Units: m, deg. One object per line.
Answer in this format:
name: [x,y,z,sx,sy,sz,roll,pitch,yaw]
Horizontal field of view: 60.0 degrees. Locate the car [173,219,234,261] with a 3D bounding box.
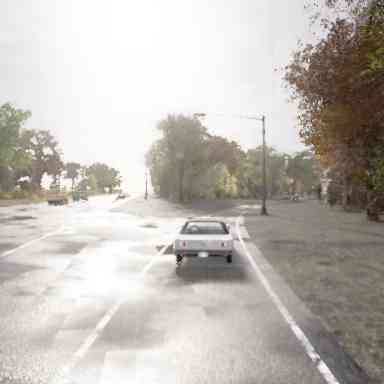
car: [0.503,1.639,12.359,1.895,1.301,4.718,0,0,4]

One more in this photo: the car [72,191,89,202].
car: [-21.287,0.812,63.771,2.150,2.045,5.566,0,1,-7]

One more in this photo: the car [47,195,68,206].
car: [-19.264,1.123,47.891,1.882,1.535,5.008,0,0,-7]

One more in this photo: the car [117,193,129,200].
car: [-16.610,1.105,78.110,2.033,1.411,5.357,0,0,-7]
